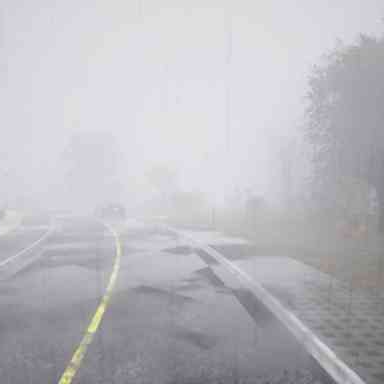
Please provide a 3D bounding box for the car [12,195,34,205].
[{"bbox_3d":[-26.822,1.289,52.740,4.902,1.511,2.128,0,-1,42],"label":"car"}]

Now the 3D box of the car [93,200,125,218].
[{"bbox_3d":[-7.337,1.479,29.436,2.163,1.488,4.792,0,0,-27],"label":"car"}]
